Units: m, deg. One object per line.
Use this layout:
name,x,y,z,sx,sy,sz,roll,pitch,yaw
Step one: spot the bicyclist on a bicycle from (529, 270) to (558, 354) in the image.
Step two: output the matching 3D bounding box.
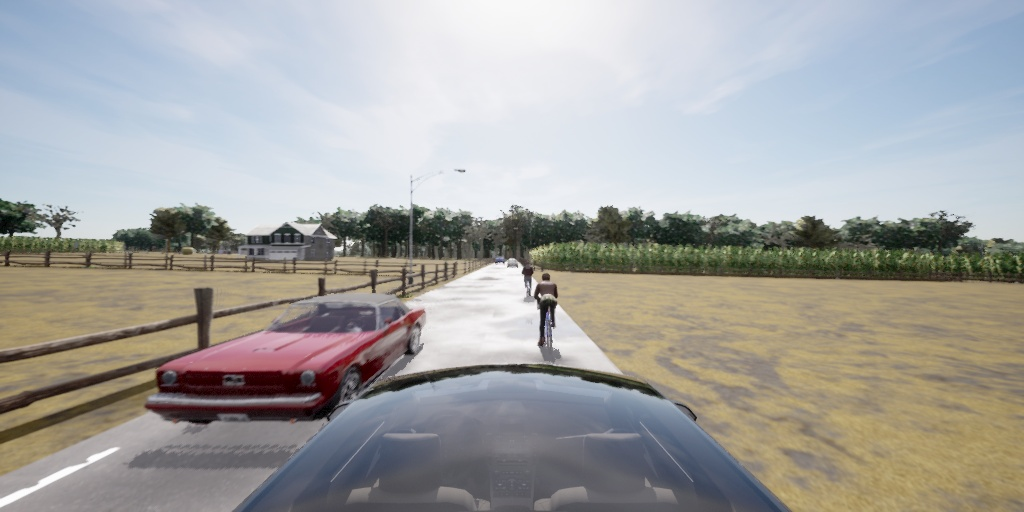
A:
bicyclist on a bicycle,0.762,1.203,7.878,0.582,1.620,1.656,0,0,0

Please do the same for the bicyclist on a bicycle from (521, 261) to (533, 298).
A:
bicyclist on a bicycle,0.767,1.120,17.516,0.659,1.776,1.843,0,0,0

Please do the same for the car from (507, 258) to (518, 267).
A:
car,0.135,1.295,62.752,1.895,1.301,4.718,0,0,0

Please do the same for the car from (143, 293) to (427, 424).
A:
car,-2.848,1.351,5.874,1.895,1.301,4.718,0,0,0
